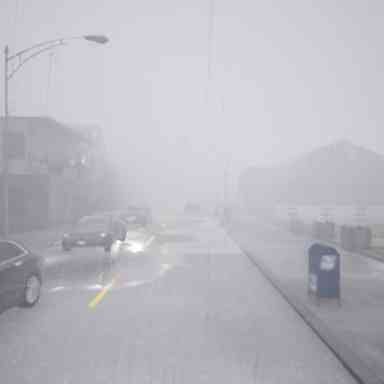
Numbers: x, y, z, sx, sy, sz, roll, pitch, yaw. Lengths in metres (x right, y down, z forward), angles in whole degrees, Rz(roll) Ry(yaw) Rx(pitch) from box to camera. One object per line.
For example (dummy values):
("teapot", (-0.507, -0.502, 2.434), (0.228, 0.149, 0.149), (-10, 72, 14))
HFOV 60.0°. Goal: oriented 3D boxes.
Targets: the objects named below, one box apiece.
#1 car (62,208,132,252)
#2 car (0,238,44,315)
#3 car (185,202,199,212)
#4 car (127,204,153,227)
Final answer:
("car", (-4.093, 1.640, 14.663), (1.812, 1.442, 4.674), (0, 0, 0))
("car", (-4.099, 1.548, 5.299), (1.837, 1.490, 4.892), (0, -1, 0))
("car", (0.045, 1.951, 45.135), (1.895, 1.301, 4.718), (0, 0, 1))
("car", (-4.064, 1.684, 24.787), (2.128, 1.511, 4.902), (0, 0, 0))
